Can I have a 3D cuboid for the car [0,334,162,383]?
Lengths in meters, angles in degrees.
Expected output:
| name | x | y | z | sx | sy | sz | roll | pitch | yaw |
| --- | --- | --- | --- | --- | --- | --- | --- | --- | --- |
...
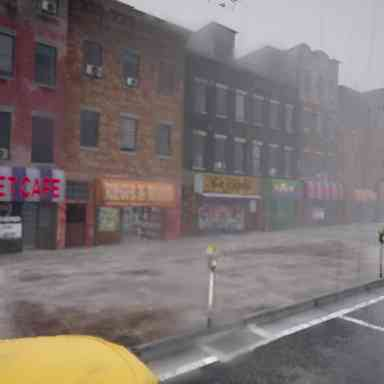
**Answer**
| name | x | y | z | sx | sy | sz | roll | pitch | yaw |
| --- | --- | --- | --- | --- | --- | --- | --- | --- | --- |
| car | -2.504 | 1.444 | 1.501 | 5.366 | 1.575 | 1.801 | 1 | 0 | -35 |
